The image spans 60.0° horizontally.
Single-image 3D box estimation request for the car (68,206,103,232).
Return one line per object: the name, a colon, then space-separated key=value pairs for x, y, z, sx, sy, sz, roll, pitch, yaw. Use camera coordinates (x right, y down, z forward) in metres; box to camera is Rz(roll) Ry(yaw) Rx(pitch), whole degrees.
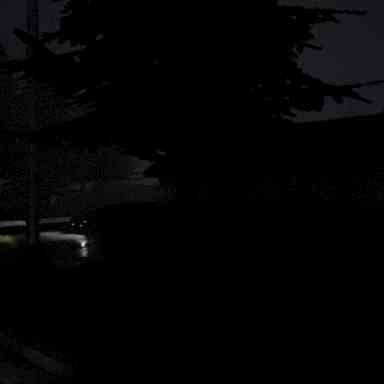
car: x=-5.718 y=1.692 z=21.881 sx=1.837 sy=1.490 sz=4.892 roll=0 pitch=0 yaw=36
